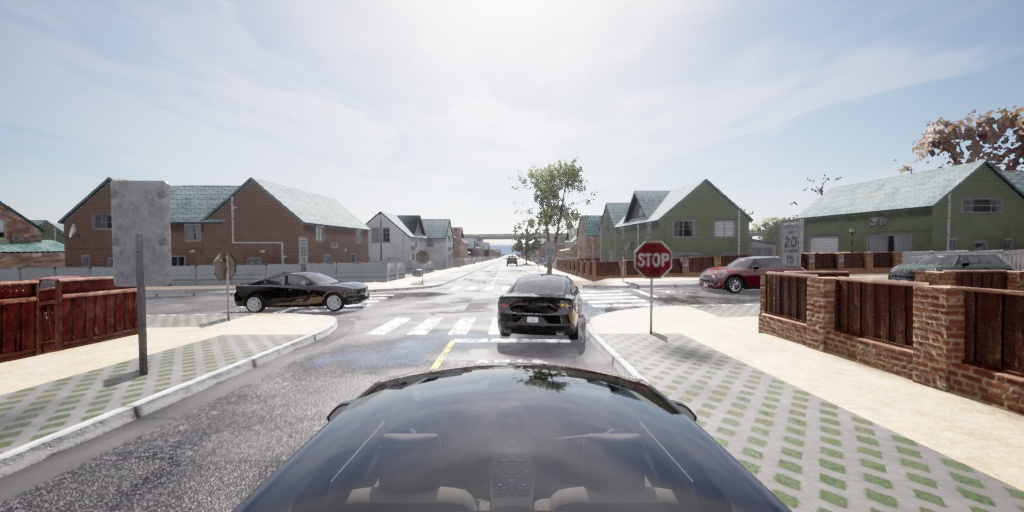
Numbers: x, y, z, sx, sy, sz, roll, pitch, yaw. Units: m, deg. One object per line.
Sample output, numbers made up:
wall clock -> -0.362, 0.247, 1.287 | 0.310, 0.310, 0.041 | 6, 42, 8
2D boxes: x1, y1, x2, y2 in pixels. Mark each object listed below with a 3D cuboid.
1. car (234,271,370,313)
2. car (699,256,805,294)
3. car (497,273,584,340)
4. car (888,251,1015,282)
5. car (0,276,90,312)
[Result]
car -> -8.465, 1.377, 14.672 | 5.008, 1.535, 1.882 | -1, 2, 0
car -> 11.810, 0.820, 17.750 | 4.553, 1.767, 2.097 | -1, 2, 0
car -> 0.960, 1.224, 10.143 | 1.882, 1.535, 5.008 | 0, 0, 12
car -> 21.705, 0.646, 17.819 | 4.553, 1.767, 2.097 | -1, 2, 0
car -> -18.018, 1.547, 14.611 | 5.008, 1.535, 1.882 | -1, 2, 0
